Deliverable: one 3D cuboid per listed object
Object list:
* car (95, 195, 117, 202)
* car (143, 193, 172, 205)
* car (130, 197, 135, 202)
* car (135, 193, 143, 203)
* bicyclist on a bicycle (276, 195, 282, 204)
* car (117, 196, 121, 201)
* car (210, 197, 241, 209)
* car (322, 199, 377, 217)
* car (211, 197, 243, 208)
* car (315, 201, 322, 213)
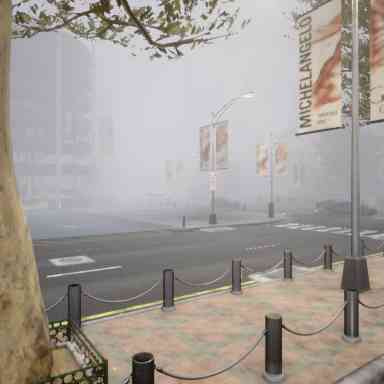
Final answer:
[{"bbox_3d":[-20.459,1.450,76.320,4.892,1.490,1.837,0,0,12],"label":"car"},{"bbox_3d":[-5.871,1.223,59.339,2.150,2.045,5.566,0,0,-42],"label":"car"},{"bbox_3d":[-11.219,1.355,72.603,4.553,1.767,2.097,0,0,26],"label":"car"},{"bbox_3d":[-8.194,1.223,66.221,5.566,2.045,2.150,0,0,38],"label":"car"},{"bbox_3d":[15.756,1.300,60.497,1.656,1.620,0.582,0,0,-36],"label":"bicyclist on a bicycle"},{"bbox_3d":[-19.495,1.418,79.685,5.008,1.535,1.882,0,0,12],"label":"car"},{"bbox_3d":[4.572,1.478,45.179,1.882,1.535,5.008,0,0,-35],"label":"car"},{"bbox_3d":[14.723,1.564,30.808,1.994,1.385,4.181,0,0,-35],"label":"car"},{"bbox_3d":[5.199,1.491,50.317,2.128,1.511,4.902,0,0,-36],"label":"car"},{"bbox_3d":[15.631,1.491,35.592,2.128,1.511,4.902,0,0,-35],"label":"car"}]
